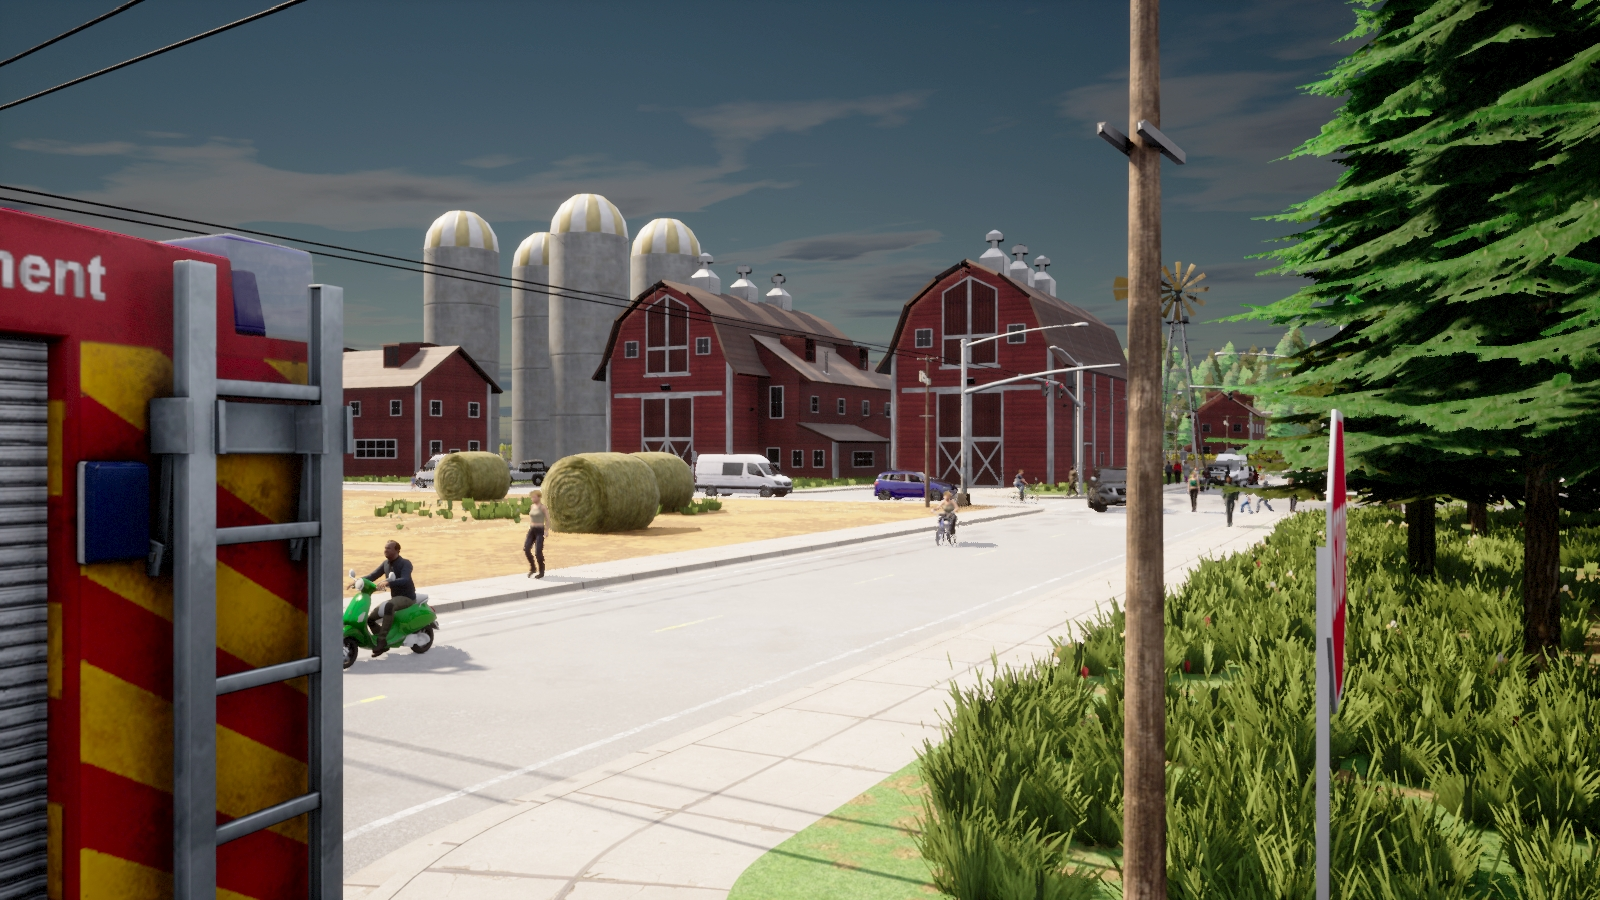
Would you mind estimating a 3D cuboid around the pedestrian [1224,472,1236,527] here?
[{"bbox_3d":[14.801,1.696,39.331,0.375,1.860,0.375,0,0,27],"label":"pedestrian"}]

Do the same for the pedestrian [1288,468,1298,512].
[{"bbox_3d":[21.016,1.695,48.710,0.375,1.860,0.375,0,0,25],"label":"pedestrian"}]

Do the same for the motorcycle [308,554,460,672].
[{"bbox_3d":[-5.559,2.142,15.384,0.856,1.316,1.805,0,0,28],"label":"motorcycle"}]

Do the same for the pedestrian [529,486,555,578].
[{"bbox_3d":[-5.358,1.694,23.751,0.375,1.860,0.375,0,0,30],"label":"pedestrian"}]

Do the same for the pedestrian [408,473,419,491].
[{"bbox_3d":[-24.851,2.049,73.467,0.500,1.100,0.500,0,0,42],"label":"pedestrian"}]

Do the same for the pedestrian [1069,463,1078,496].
[{"bbox_3d":[15.622,1.671,65.252,0.375,1.860,0.375,0,0,-31],"label":"pedestrian"}]

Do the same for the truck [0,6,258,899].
[{"bbox_3d":[-6.091,0.866,3.632,8.468,3.827,2.891,0,0,22],"label":"truck"}]

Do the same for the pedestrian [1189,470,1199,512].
[{"bbox_3d":[17.616,1.844,51.080,0.375,1.860,0.375,0,0,32],"label":"pedestrian"}]

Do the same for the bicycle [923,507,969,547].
[{"bbox_3d":[4.316,2.256,33.716,0.859,1.080,1.487,0,0,29],"label":"bicycle"}]

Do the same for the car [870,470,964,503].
[{"bbox_3d":[6.363,1.941,62.344,4.611,1.667,2.242,0,0,27],"label":"car"}]

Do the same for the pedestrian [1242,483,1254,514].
[{"bbox_3d":[19.669,2.126,50.164,0.375,1.300,0.375,0,0,35],"label":"pedestrian"}]

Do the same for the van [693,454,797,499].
[{"bbox_3d":[-3.254,1.508,67.299,5.915,2.561,1.988,0,0,27],"label":"van"}]

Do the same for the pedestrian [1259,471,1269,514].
[{"bbox_3d":[20.148,1.846,49.627,0.375,1.860,0.375,0,0,30],"label":"pedestrian"}]

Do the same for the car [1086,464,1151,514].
[{"bbox_3d":[14.813,1.767,53.451,2.150,2.045,5.566,0,1,8],"label":"car"}]
